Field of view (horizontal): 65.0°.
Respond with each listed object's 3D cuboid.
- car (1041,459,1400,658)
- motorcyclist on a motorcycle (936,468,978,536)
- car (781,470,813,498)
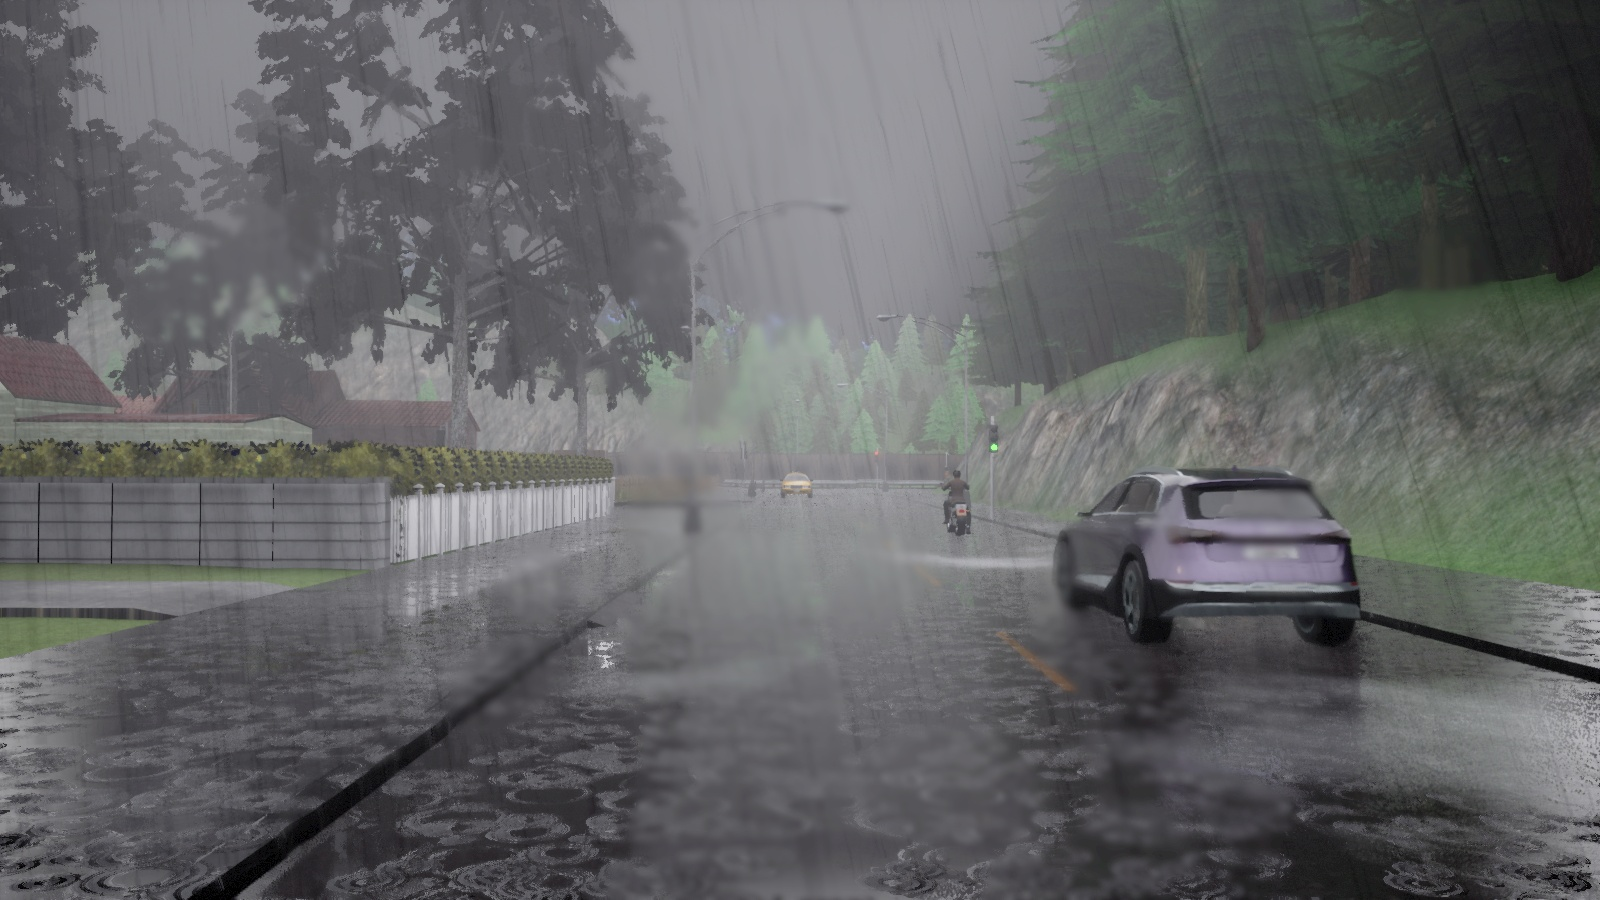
[{"bbox_3d":[3.967,0.945,12.888,2.033,1.649,4.856,0,-1,0],"label":"car"},{"bbox_3d":[3.921,1.277,31.522,0.766,1.649,2.350,0,-1,0],"label":"motorcyclist on a motorcycle"},{"bbox_3d":[-0.184,1.989,73.693,1.801,1.575,5.366,0,-1,0],"label":"car"}]
